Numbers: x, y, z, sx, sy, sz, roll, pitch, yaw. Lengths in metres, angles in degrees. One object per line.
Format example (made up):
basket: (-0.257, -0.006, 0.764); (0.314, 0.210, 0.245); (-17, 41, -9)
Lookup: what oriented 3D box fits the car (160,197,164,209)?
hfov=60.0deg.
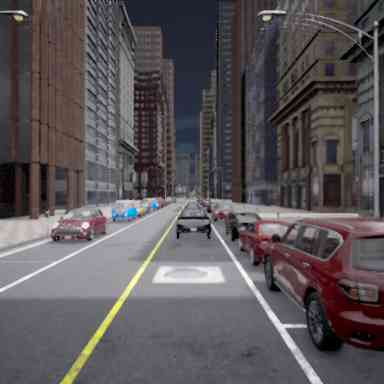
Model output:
car: (-5.825, 1.927, 51.323); (1.967, 1.590, 4.097); (0, -1, 0)

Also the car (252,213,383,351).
car: (2.752, 1.375, 6.253); (2.192, 1.841, 5.009); (0, -1, 0)

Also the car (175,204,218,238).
car: (0.078, 1.669, 18.907); (2.128, 1.511, 4.902); (0, -1, 0)

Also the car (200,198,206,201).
car: (2.694, 2.124, 56.974); (1.802, 1.307, 4.206); (0, -1, 0)

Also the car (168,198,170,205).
car: (-5.838, 2.163, 62.595); (1.947, 1.339, 4.313); (0, -1, 0)

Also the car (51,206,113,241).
car: (-5.786, 1.604, 17.506); (1.967, 1.590, 4.097); (0, -1, 0)

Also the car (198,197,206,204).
car: (2.652, 2.197, 90.792); (2.192, 1.841, 5.009); (0, -1, 0)

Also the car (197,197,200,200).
car: (2.674, 2.290, 73.883); (1.802, 1.307, 4.206); (0, -1, 0)

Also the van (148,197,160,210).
van: (-5.819, 1.773, 45.688); (1.690, 1.788, 3.998); (0, -1, 0)

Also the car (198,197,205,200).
car: (2.680, 2.234, 68.247); (1.802, 1.307, 4.206); (0, -1, 0)

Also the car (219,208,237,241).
car: (2.740, 1.730, 17.523); (1.947, 1.339, 4.313); (0, -1, 0)

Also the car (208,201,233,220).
car: (2.726, 1.710, 28.795); (1.967, 1.590, 4.097); (0, -1, 0)

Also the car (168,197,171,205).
car: (-5.845, 2.218, 68.231); (1.947, 1.339, 4.313); (0, -1, 0)

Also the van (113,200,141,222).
van: (-5.799, 1.610, 28.779); (1.690, 1.788, 3.998); (0, -1, 0)

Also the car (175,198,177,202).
car: (-5.871, 2.405, 90.607); (1.752, 1.417, 4.829); (0, -1, 0)

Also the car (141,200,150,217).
car: (-5.805, 1.846, 34.244); (1.752, 1.417, 4.829); (0, -1, 0)

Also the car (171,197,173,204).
car: (-5.851, 2.259, 73.868); (2.008, 1.369, 4.403); (0, -1, 0)

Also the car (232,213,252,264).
car: (2.746, 1.657, 11.887); (1.887, 1.381, 4.507); (0, -1, 0)

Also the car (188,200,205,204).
car: (0.059, 1.901, 35.907); (1.994, 1.385, 4.181); (0, -1, 0)

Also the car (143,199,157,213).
car: (-5.812, 1.928, 40.049); (2.008, 1.369, 4.403); (0, -1, 0)

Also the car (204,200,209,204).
car: (2.713, 1.943, 40.066); (1.947, 1.339, 4.313); (0, -1, 0)

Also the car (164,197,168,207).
car: (-5.832, 1.857, 56.961); (2.192, 1.841, 5.009); (0, -1, 0)
